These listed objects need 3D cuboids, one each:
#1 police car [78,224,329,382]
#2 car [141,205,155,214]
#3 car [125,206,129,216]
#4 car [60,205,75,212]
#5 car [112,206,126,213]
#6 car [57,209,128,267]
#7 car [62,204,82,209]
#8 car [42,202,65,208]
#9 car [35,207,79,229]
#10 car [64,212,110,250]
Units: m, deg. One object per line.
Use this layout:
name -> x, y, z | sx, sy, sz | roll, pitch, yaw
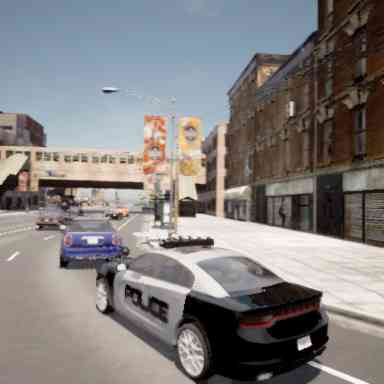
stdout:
police car -> -0.192, 1.646, 6.091 | 1.930, 1.638, 5.238 | 3, -2, -37
car -> -11.809, 4.204, 85.575 | 2.231, 1.521, 4.892 | 1, -2, 3
car -> -10.921, 2.907, 51.424 | 2.097, 1.767, 4.553 | 2, -2, -7
car -> -27.049, 3.518, 72.412 | 1.895, 1.301, 4.718 | 2, -2, -7
car -> -9.947, 2.851, 41.988 | 1.895, 1.301, 4.718 | 1, -2, -3
car -> -4.102, 1.731, 13.183 | 2.097, 1.767, 4.553 | 2, -2, -21
car -> -17.842, 2.930, 50.913 | 2.033, 1.411, 5.357 | 2, -2, -7
car -> -21.261, 2.631, 50.120 | 2.097, 1.767, 4.553 | 2, -2, -7
car -> -11.279, 2.269, 27.646 | 2.033, 1.411, 5.357 | 2, -2, -7
car -> -5.544, 1.975, 18.145 | 1.801, 1.575, 5.366 | 2, -2, -12
